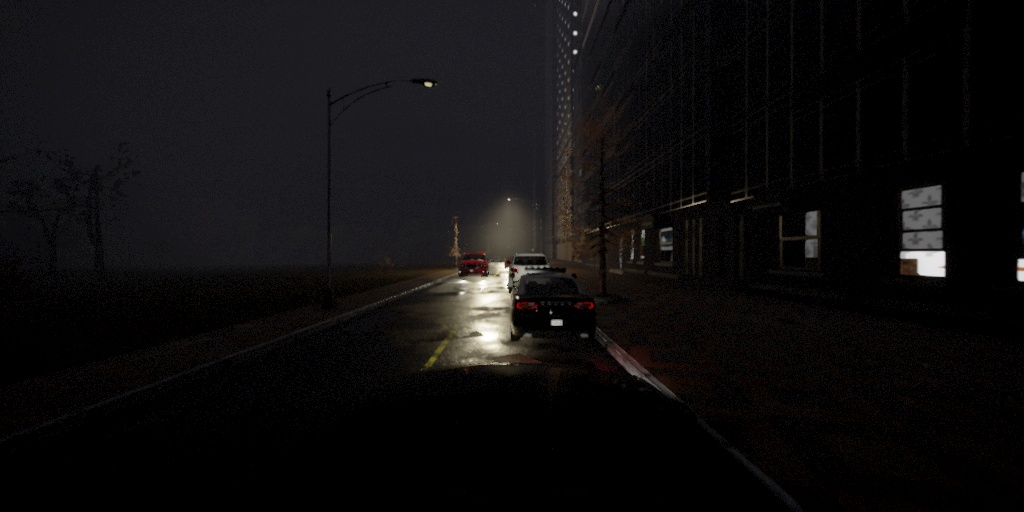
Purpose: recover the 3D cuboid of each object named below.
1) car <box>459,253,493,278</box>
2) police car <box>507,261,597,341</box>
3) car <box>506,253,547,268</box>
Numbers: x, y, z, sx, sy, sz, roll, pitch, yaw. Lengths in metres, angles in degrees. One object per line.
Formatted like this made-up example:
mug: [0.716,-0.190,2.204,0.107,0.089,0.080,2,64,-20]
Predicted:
car: [-3.105,0.749,30.290,2.150,2.045,5.566,0,1,0]
police car: [0.896,1.113,9.772,1.930,1.638,5.238,0,0,0]
car: [0.892,0.836,19.692,2.150,2.045,5.566,0,0,0]
